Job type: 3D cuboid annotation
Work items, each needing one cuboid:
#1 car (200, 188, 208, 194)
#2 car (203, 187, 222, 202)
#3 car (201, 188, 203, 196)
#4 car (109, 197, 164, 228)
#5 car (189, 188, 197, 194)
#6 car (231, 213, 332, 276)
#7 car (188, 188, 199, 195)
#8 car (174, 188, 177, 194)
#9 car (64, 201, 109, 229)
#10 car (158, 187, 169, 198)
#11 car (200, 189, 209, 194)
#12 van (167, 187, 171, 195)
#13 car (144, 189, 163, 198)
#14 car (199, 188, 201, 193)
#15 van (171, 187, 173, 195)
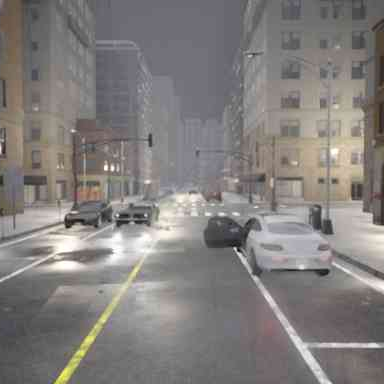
[{"bbox_3d":[3.157,-0.284,90.108,1.947,1.339,4.313,-1,1,0],"label":"car"},{"bbox_3d":[2.996,0.381,45.425,2.192,1.841,5.009,-1,1,0],"label":"car"},{"bbox_3d":[3.016,0.268,51.010,2.192,1.841,5.009,-1,1,0],"label":"car"},{"bbox_3d":[-2.976,1.203,18.827,1.895,1.301,4.718,0,1,1],"label":"car"},{"bbox_3d":[0.282,-0.335,85.284,2.033,1.411,5.357,0,1,0],"label":"car"},{"bbox_3d":[2.383,1.320,9.499,1.812,1.442,4.674,0,1,0],"label":"car"},{"bbox_3d":[0.247,-0.041,74.866,1.837,1.490,4.892,0,1,0],"label":"car"},{"bbox_3d":[-5.419,-0.302,78.962,2.192,1.841,5.009,-1,1,0],"label":"car"},{"bbox_3d":[-5.615,1.173,18.591,1.947,1.339,4.313,-1,1,0],"label":"car"},{"bbox_3d":[-5.491,0.370,56.458,1.752,1.417,4.829,-1,1,0],"label":"car"},{"bbox_3d":[3.137,-0.168,84.523,1.947,1.339,4.313,-1,1,0],"label":"car"},{"bbox_3d":[-5.474,0.069,62.208,1.690,1.788,3.998,-1,1,0],"label":"van"},{"bbox_3d":[-5.527,0.633,45.459,1.947,1.339,4.313,-1,1,0],"label":"car"},{"bbox_3d":[3.075,-0.073,67.764,2.192,1.841,5.009,-1,1,0],"label":"car"},{"bbox_3d":[-5.456,-0.046,67.794,1.690,1.788,3.998,-1,1,0],"label":"van"}]
